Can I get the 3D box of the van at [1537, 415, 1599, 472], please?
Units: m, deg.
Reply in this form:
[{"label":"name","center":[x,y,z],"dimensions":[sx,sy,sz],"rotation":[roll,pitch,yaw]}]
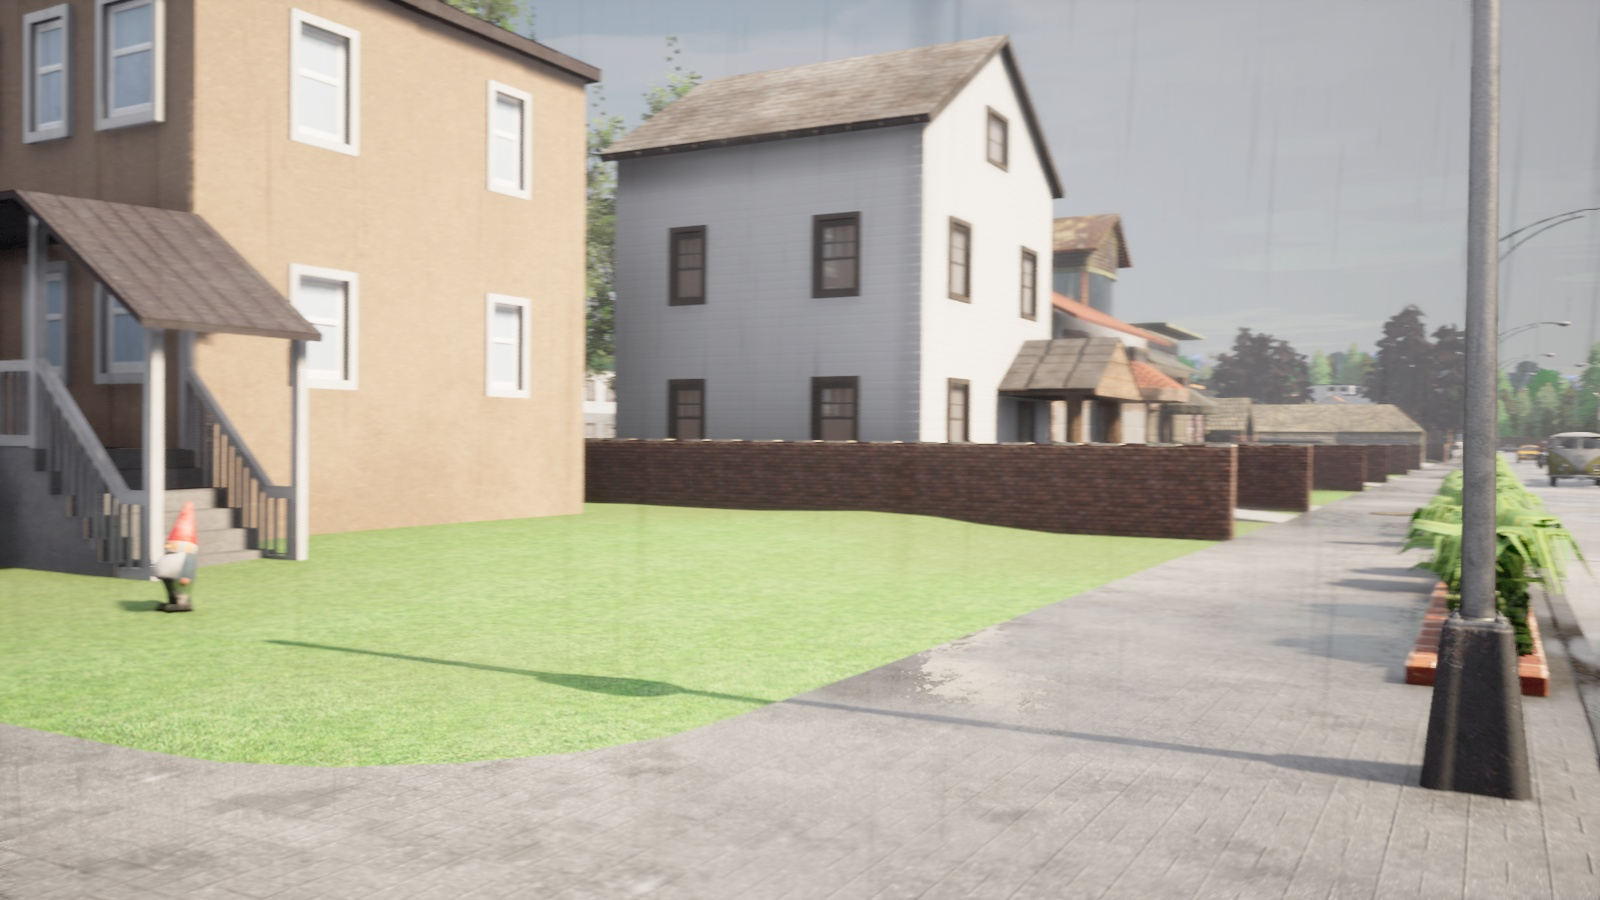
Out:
[{"label":"van","center":[28.238,-0.260,46.202],"dimensions":[1.775,1.987,4.442],"rotation":[0,1,29]}]
